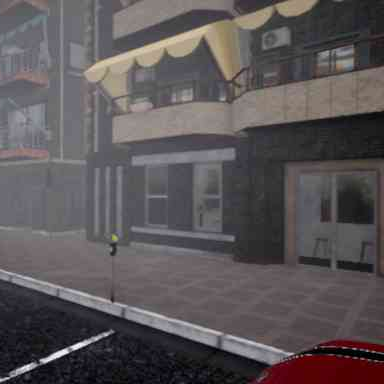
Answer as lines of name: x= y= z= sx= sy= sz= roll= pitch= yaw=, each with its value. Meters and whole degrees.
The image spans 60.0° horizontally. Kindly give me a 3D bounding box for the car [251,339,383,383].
car: x=2.004 y=1.443 z=1.445 sx=4.097 sy=1.590 sz=1.967 roll=0 pitch=0 yaw=35
